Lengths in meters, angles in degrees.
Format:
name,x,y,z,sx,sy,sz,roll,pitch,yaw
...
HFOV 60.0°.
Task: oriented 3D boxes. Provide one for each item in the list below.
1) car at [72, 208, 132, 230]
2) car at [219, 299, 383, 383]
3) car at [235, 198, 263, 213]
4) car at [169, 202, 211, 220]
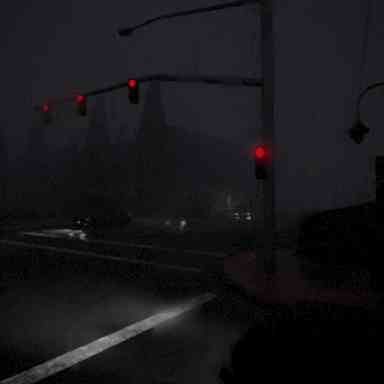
name,x,y,z,sx,sy,sz,roll,pitch,yaw
car,-6.288,1.812,23.546,1.994,1.385,4.181,-1,-1,37
car,2.555,1.591,2.421,4.718,1.301,1.895,-1,-1,40
car,7.202,1.594,41.460,2.097,1.767,4.553,-1,-1,37
car,-0.146,1.723,31.709,1.882,1.535,5.008,-1,-1,37
